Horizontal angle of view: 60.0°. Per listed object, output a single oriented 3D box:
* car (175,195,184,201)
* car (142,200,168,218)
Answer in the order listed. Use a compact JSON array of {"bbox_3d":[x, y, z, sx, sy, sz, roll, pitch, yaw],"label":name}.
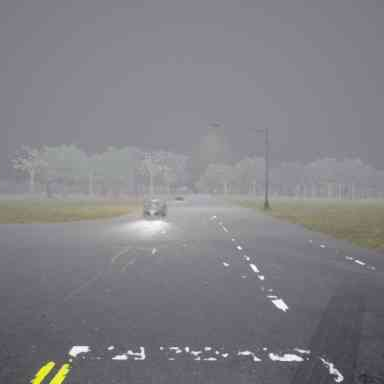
[{"bbox_3d":[-2.781,1.377,73.324,1.895,1.301,4.718,0,0,2],"label":"car"},{"bbox_3d":[-3.179,1.448,29.423,2.128,1.511,4.902,0,0,0],"label":"car"}]
